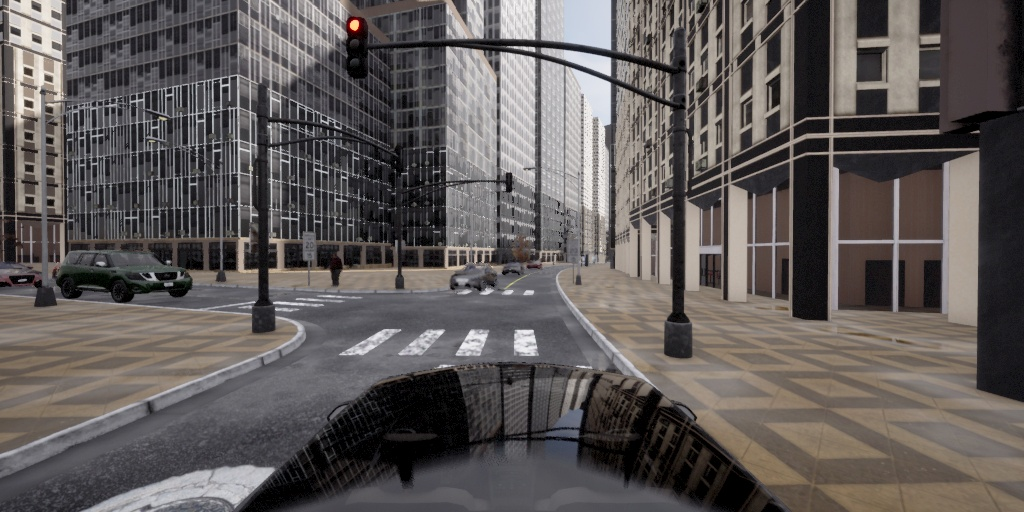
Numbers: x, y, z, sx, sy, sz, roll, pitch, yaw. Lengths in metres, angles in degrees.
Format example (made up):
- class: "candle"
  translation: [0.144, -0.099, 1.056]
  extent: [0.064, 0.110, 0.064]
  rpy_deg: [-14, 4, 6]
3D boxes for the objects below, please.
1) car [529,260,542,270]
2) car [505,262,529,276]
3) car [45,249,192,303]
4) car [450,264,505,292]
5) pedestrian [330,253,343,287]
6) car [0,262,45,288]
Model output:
- class: "car"
  translation: [3.410, 1.384, 54.658]
  extent: [1.882, 1.535, 5.008]
  rpy_deg: [0, 0, 13]
- class: "car"
  translation: [0.221, 1.370, 38.552]
  extent: [2.033, 1.411, 5.357]
  rpy_deg: [0, 0, 9]
- class: "car"
  translation: [-16.617, 0.770, 15.376]
  extent: [5.566, 2.045, 2.150]
  rpy_deg: [1, 1, 17]
- class: "car"
  translation: [-2.202, 1.259, 21.816]
  extent: [2.128, 1.511, 4.902]
  rpy_deg: [0, 0, 12]
- class: "pedestrian"
  translation: [-9.580, 0.716, 19.439]
  extent: [0.375, 1.860, 0.375]
  rpy_deg: [0, 0, 16]
- class: "car"
  translation: [-25.803, 0.981, 18.032]
  extent: [4.181, 1.385, 1.994]
  rpy_deg: [1, 1, 16]
